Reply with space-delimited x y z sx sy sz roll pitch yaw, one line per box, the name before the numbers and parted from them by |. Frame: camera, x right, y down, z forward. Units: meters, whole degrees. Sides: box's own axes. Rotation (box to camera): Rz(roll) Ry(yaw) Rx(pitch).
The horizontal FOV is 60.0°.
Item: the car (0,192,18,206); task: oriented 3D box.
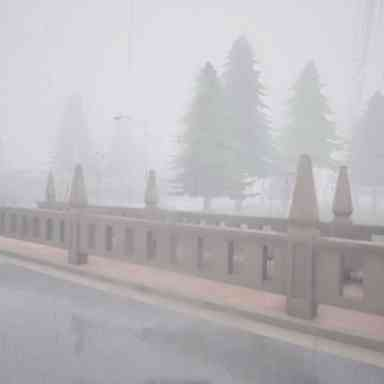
car | -19.794 0.773 32.705 1.837 1.490 4.892 2 2 38
